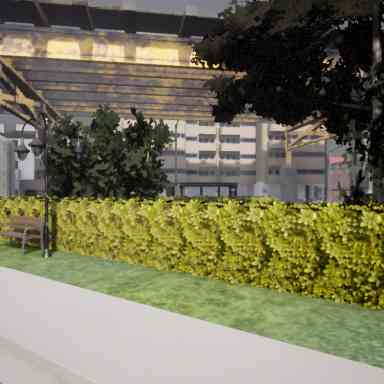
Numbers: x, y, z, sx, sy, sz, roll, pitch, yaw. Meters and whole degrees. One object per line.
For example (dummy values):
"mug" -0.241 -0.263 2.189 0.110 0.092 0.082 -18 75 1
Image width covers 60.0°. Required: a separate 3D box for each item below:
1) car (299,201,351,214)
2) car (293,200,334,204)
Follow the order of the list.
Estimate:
"car" 13.827 1.601 34.753 4.718 1.301 1.895 0 0 -9
"car" 11.089 1.504 30.613 4.892 1.490 1.837 0 0 -9
